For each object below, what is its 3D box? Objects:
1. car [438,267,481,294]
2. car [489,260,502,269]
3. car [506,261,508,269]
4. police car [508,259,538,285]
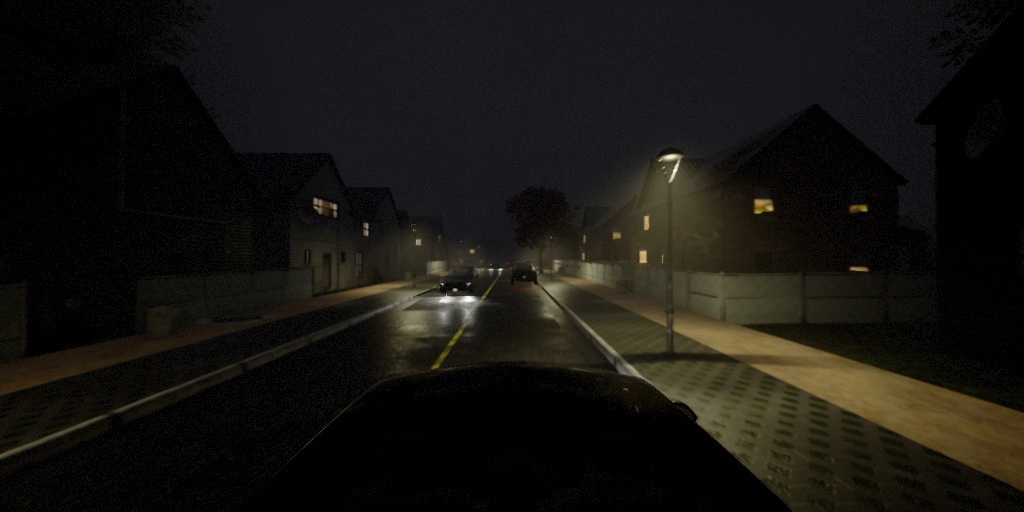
[{"bbox_3d":[-2.845,1.318,20.563,2.033,1.411,5.357,0,0,0],"label":"car"},{"bbox_3d":[-2.762,1.453,61.607,1.837,1.490,4.892,0,0,1],"label":"car"},{"bbox_3d":[0.021,1.301,61.440,2.097,1.767,4.553,0,0,0],"label":"car"},{"bbox_3d":[0.834,1.212,26.623,1.930,1.638,5.238,0,0,0],"label":"police car"}]
